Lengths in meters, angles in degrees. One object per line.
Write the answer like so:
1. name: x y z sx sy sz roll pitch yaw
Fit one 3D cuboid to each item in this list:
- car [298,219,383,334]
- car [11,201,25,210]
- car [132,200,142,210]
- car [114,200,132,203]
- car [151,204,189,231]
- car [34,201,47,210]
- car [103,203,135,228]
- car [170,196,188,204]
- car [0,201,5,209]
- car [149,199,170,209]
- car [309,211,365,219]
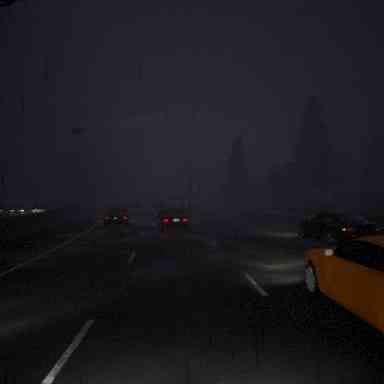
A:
1. car: 3.616 1.494 5.837 1.882 1.535 5.008 0 0 -2
2. car: -29.846 2.354 57.165 1.812 1.442 4.674 0 -1 -23
3. car: -9.230 2.055 53.160 1.882 1.535 5.008 0 0 -20
4. car: -8.600 1.937 39.227 2.128 1.511 4.902 0 0 -15
5. car: -1.396 1.764 22.334 2.033 1.411 5.357 0 -1 -9
6. car: -26.663 2.312 58.603 2.128 1.511 4.902 0 0 -23
7. car: -5.547 1.832 24.964 2.033 1.411 5.357 -1 -1 -9
8. car: -2.464 1.752 55.734 2.150 2.045 5.566 0 -1 -21
9. car: -35.665 2.451 61.248 2.128 1.511 4.902 0 -1 -25
10. car: -5.565 2.048 53.486 1.837 1.490 4.892 1 -1 -20
11. car: 6.423 1.594 14.938 1.812 1.442 4.674 0 0 -6
